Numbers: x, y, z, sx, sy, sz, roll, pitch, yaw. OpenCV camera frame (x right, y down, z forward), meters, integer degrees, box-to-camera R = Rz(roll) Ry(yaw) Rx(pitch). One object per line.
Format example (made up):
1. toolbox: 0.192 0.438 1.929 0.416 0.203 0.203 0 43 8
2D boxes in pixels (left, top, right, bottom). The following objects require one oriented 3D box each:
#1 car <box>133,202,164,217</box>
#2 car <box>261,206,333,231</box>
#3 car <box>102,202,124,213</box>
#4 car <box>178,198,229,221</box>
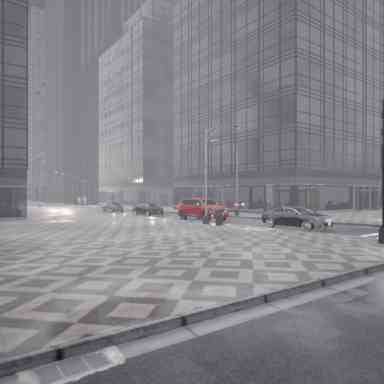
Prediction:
1. car: -5.087 1.980 38.311 1.882 1.535 5.008 0 -1 -36
2. car: 6.793 1.683 21.924 2.128 1.511 4.902 0 -1 -36
3. car: -11.172 2.170 46.778 1.837 1.490 4.892 0 -1 -35
4. car: 0.884 1.568 30.059 2.150 2.045 5.566 0 -1 -37
